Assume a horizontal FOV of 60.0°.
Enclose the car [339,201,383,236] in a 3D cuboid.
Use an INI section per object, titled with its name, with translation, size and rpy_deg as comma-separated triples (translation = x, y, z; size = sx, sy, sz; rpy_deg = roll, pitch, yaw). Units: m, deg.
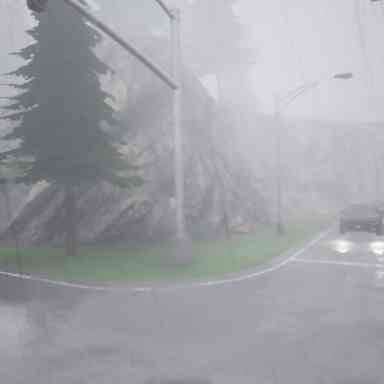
[car]
translation = 9.216, 1.371, 18.050
size = 1.882, 1.535, 5.008
rpy_deg = -2, 0, 31
